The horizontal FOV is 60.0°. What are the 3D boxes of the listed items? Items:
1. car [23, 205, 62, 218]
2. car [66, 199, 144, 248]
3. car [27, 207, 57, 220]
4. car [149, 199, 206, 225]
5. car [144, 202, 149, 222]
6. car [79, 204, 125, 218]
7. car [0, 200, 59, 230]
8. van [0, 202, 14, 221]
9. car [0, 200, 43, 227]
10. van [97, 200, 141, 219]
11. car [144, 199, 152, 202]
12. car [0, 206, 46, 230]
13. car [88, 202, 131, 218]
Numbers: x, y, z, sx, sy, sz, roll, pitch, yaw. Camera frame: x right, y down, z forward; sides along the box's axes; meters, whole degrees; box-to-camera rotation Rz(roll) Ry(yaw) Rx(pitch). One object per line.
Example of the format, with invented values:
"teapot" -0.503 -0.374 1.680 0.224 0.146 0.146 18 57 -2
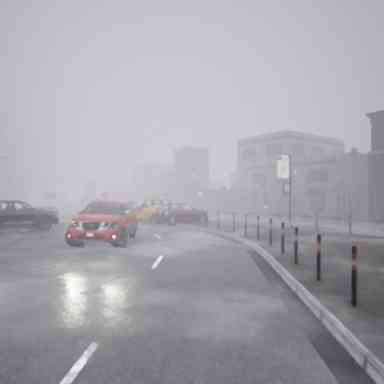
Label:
"car" -19.695 2.580 43.771 4.902 1.511 2.128 -3 -3 30
"car" -3.999 1.381 15.971 2.150 2.045 5.566 1 -1 1
"car" -16.910 2.361 37.394 2.033 1.411 5.357 0 -2 -36
"car" -0.823 1.718 27.733 4.553 1.767 2.185 1 -2 -37
"car" -2.617 1.915 30.178 5.008 1.535 2.097 0 -2 -37
"car" -11.437 2.369 42.381 5.366 1.575 1.946 0 -2 -36
"car" -11.903 1.558 22.169 5.566 2.045 2.435 1 -2 -37
"van" -21.743 2.084 35.573 4.442 1.987 1.878 0 -2 -36
"car" -15.171 1.691 26.544 5.566 2.045 2.435 0 -2 -37
"van" -8.142 1.939 37.425 4.442 1.987 1.878 0 -2 -36
"car" -4.384 1.733 32.506 5.566 2.045 2.435 0 -2 -37
"car" -13.516 1.873 24.288 4.892 1.521 2.231 0 -2 -37
"car" -9.878 2.138 39.912 4.553 1.767 2.185 0 -2 -36
